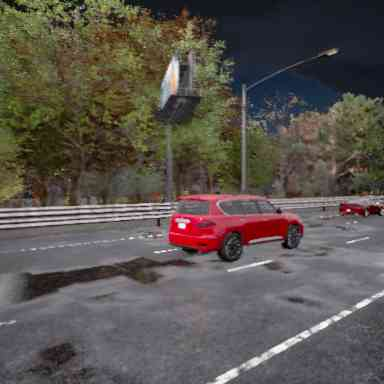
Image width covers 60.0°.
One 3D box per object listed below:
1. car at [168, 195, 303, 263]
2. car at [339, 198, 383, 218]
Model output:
[{"bbox_3d":[1.725,1.110,11.905,5.566,2.045,2.150,-1,1,-41],"label":"car"},{"bbox_3d":[13.816,1.221,26.997,5.008,1.535,1.882,0,1,-41],"label":"car"}]
